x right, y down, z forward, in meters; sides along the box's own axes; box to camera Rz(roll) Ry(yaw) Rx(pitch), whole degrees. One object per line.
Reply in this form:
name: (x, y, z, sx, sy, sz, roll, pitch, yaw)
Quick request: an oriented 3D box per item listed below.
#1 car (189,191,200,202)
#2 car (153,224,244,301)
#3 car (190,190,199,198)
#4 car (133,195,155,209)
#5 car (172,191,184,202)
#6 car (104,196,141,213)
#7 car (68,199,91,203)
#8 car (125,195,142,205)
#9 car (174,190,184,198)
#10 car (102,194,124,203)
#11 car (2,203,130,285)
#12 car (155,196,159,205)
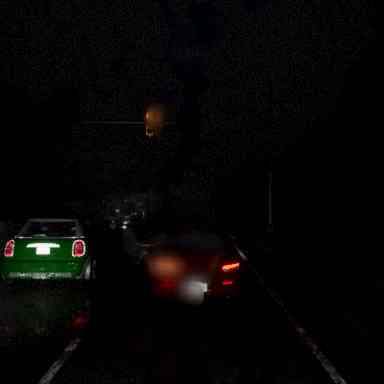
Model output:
car: (0.581, 0.906, 65.530, 2.097, 1.767, 4.553, 0, 3, 0)
car: (0.132, 1.526, 8.192, 1.812, 1.442, 4.674, 0, 0, 0)
car: (0.575, 0.473, 76.766, 1.837, 1.490, 4.892, 0, 3, 0)
car: (-6.780, 1.492, 45.335, 2.128, 1.511, 4.902, 0, 0, 1)
car: (-2.922, 1.049, 65.203, 1.882, 1.535, 5.008, 0, 3, 0)
car: (-6.884, 1.491, 33.351, 2.128, 1.511, 4.902, 0, 0, 1)
car: (-10.814, 1.477, 31.448, 1.882, 1.535, 5.008, 0, 0, 7)
car: (-10.166, 1.375, 57.927, 2.128, 1.511, 4.902, 0, 2, 0)
car: (-2.927, 0.510, 76.557, 2.128, 1.511, 4.902, 0, 3, 0)
car: (-10.290, 1.224, 44.515, 2.150, 2.045, 5.566, 0, 0, 1)
car: (-3.360, 1.352, 9.659, 2.097, 1.767, 4.553, 0, 0, 0)
car: (-6.683, 1.434, 56.205, 1.837, 1.490, 4.892, 0, 1, 1)
